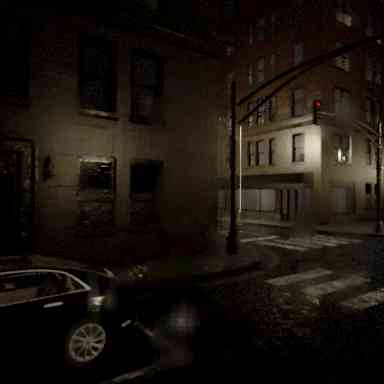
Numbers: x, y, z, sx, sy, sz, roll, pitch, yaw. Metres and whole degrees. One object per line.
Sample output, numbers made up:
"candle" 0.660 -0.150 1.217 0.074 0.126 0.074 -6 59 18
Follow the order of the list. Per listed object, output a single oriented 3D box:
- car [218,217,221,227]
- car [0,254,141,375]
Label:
"car" -0.071 1.569 20.828 1.994 1.385 4.181 1 0 -36
"car" -2.811 1.550 4.178 4.403 1.369 2.008 1 0 -36
